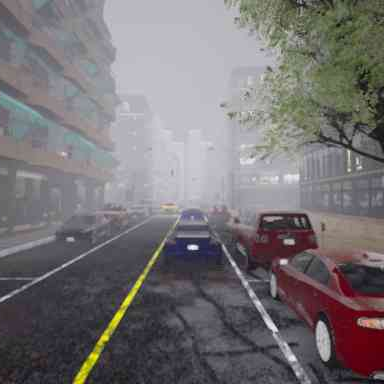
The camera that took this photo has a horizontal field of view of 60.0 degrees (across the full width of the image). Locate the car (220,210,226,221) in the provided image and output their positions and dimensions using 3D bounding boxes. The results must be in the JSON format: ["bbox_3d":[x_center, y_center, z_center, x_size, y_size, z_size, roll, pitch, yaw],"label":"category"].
[{"bbox_3d":[2.645,1.796,17.005,1.802,1.307,4.206,1,-1,0],"label":"car"}]

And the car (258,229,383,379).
[{"bbox_3d":[2.577,1.617,5.702,1.887,1.381,4.507,1,-1,0],"label":"car"}]

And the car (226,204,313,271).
[{"bbox_3d":[2.614,1.458,11.357,2.192,1.841,5.009,1,-1,0],"label":"car"}]

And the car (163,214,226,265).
[{"bbox_3d":[0.046,1.721,12.391,1.994,1.385,4.181,0,-1,0],"label":"car"}]

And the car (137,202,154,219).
[{"bbox_3d":[-5.440,1.996,34.016,1.947,1.339,4.313,1,-1,0],"label":"car"}]

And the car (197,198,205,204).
[{"bbox_3d":[2.585,2.557,94.610,2.192,1.841,5.009,1,-1,0],"label":"car"}]

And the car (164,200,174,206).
[{"bbox_3d":[-5.429,2.556,77.578,2.008,1.369,4.403,1,-1,0],"label":"car"}]

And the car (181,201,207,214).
[{"bbox_3d":[0.056,1.837,28.521,1.882,1.535,5.008,0,0,0],"label":"car"}]

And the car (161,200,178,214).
[{"bbox_3d":[-2.799,2.020,42.667,1.882,1.535,5.008,0,-1,0],"label":"car"}]

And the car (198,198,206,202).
[{"bbox_3d":[2.710,2.497,75.122,1.752,1.417,4.829,1,-1,0],"label":"car"}]

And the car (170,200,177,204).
[{"bbox_3d":[-5.299,2.823,94.549,1.802,1.307,4.206,1,-1,0],"label":"car"}]

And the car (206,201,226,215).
[{"bbox_3d":[2.708,1.870,33.963,1.967,1.590,4.097,1,-1,0],"label":"car"}]

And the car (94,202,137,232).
[{"bbox_3d":[-5.438,1.601,22.727,2.192,1.841,5.009,1,-1,0],"label":"car"}]

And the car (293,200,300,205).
[{"bbox_3d":[18.692,2.050,54.669,4.097,1.590,1.967,0,-1,1],"label":"car"}]

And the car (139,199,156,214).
[{"bbox_3d":[-5.436,1.818,39.665,2.192,1.841,5.009,1,-1,0],"label":"car"}]

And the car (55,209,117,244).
[{"bbox_3d":[-5.441,1.780,17.077,1.947,1.339,4.313,1,-1,0],"label":"car"}]
